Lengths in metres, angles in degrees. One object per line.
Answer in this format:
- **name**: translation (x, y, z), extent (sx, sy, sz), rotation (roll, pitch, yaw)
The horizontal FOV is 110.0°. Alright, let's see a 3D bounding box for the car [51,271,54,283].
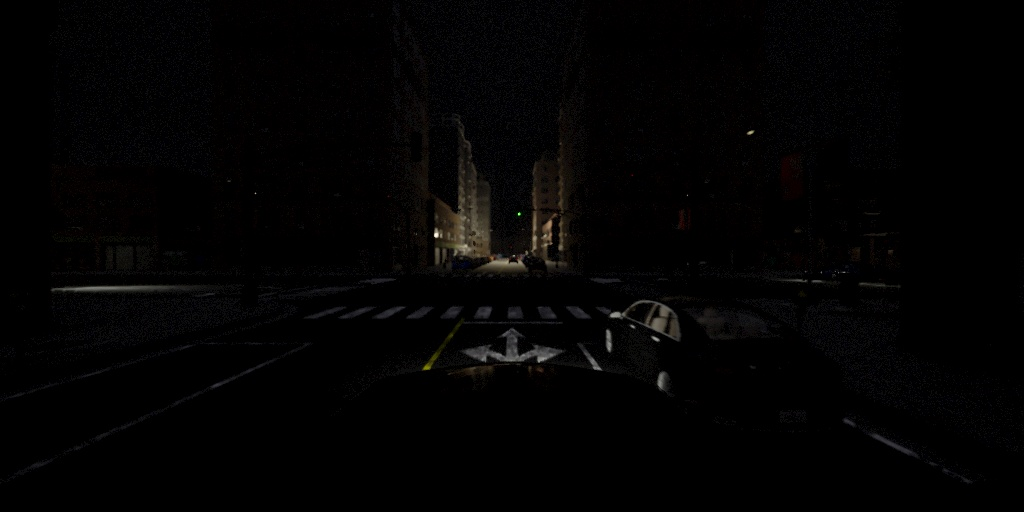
- **car**: translation (-29.562, 1.072, 20.633), extent (4.902, 1.511, 2.128), rotation (0, 0, 0)

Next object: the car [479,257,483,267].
- **car**: translation (-5.662, 0.984, 51.606), extent (1.948, 1.339, 4.313), rotation (0, 0, 0)

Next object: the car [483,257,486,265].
- **car**: translation (-5.637, 0.962, 57.275), extent (1.802, 1.307, 4.207), rotation (0, 0, 0)

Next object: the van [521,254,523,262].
- **van**: translation (2.913, 0.682, 62.910), extent (1.690, 1.789, 3.998), rotation (0, 0, 0)

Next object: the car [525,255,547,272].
- **car**: translation (2.813, 0.932, 40.234), extent (1.967, 1.591, 4.097), rotation (0, 0, 0)

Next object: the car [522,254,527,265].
- **car**: translation (2.863, 0.857, 51.572), extent (1.967, 1.591, 4.097), rotation (0, 0, 0)

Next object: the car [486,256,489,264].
- **car**: translation (-5.612, 0.907, 62.943), extent (1.948, 1.339, 4.313), rotation (0, 0, 0)

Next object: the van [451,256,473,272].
- **van**: translation (-5.713, 0.834, 40.270), extent (1.690, 1.789, 3.998), rotation (0, 0, 0)

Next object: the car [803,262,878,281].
- **car**: translation (25.721, 1.156, 27.625), extent (5.357, 1.411, 2.033), rotation (0, 0, 0)

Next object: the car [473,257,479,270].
- **car**: translation (-5.688, 0.895, 45.938), extent (1.967, 1.591, 4.097), rotation (0, 0, 0)

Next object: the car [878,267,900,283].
- **car**: translation (28.547, 1.117, 24.386), extent (5.008, 1.535, 1.882), rotation (0, 0, 0)

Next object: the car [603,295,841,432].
- **car**: translation (2.669, 1.274, 5.585), extent (2.007, 1.370, 4.403), rotation (0, 0, 0)
